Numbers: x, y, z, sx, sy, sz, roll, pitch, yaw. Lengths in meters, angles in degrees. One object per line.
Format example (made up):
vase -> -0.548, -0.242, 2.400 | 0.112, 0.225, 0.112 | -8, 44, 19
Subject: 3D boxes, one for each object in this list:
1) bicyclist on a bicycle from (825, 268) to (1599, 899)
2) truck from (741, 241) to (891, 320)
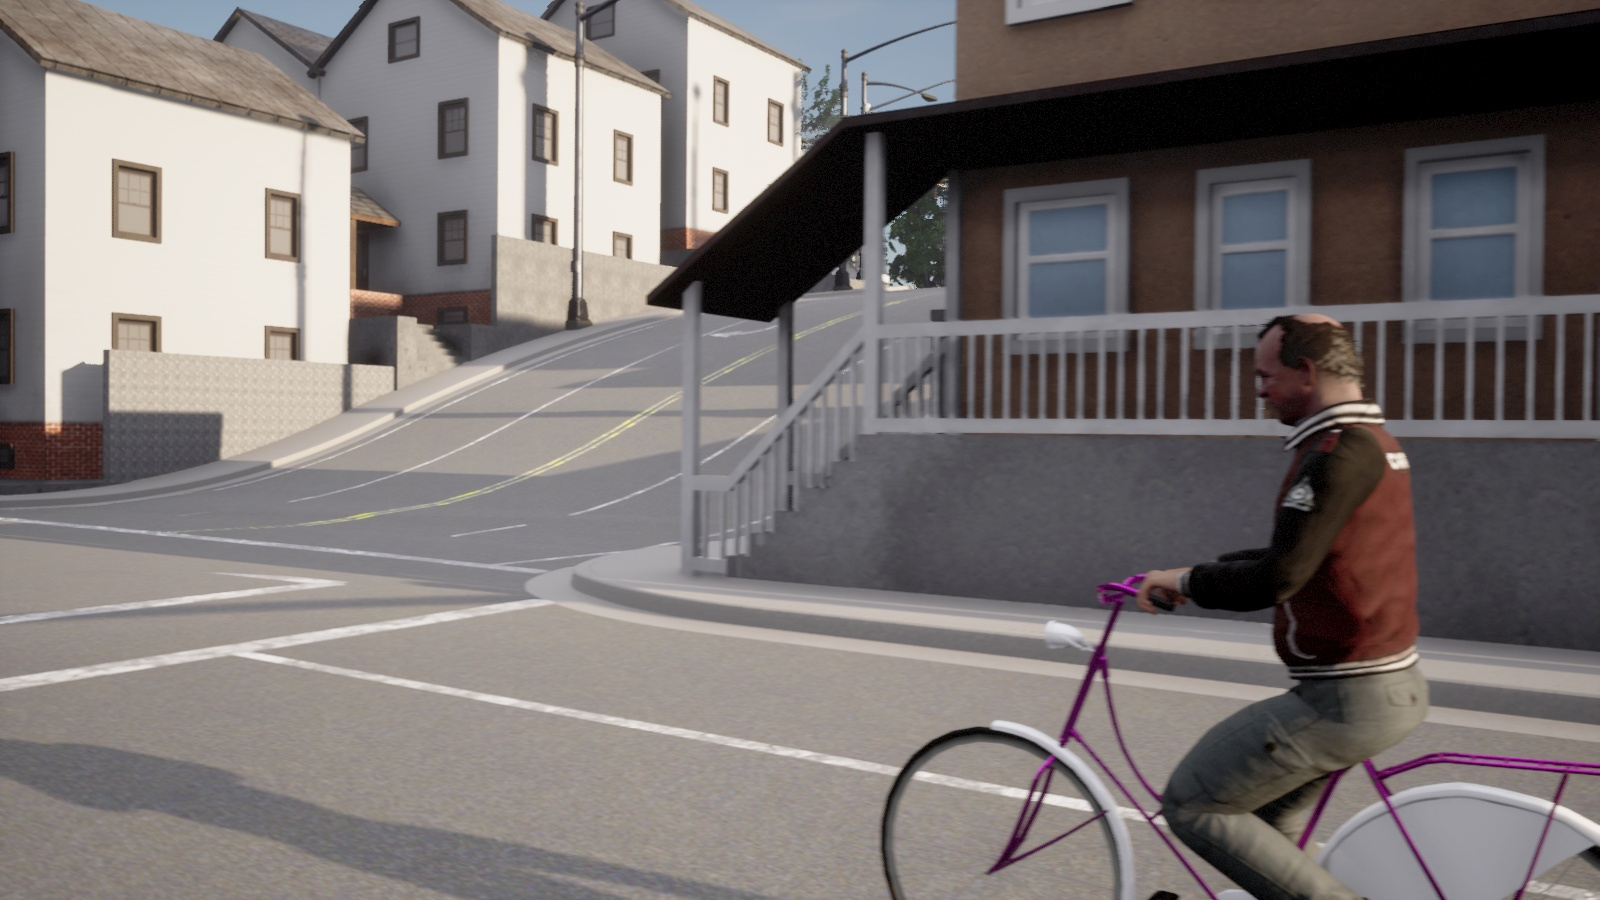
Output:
bicyclist on a bicycle -> 1.017, 0.552, 2.945 | 1.843, 1.776, 0.659 | 0, 1, 34
truck -> 0.829, -9.252, 69.324 | 7.936, 3.462, 2.891 | 0, 1, 33
